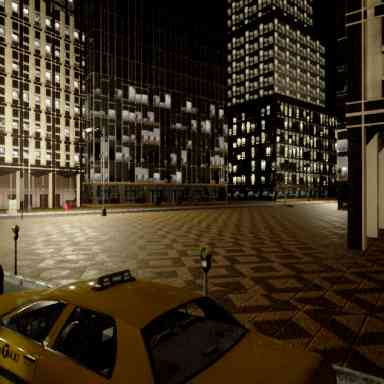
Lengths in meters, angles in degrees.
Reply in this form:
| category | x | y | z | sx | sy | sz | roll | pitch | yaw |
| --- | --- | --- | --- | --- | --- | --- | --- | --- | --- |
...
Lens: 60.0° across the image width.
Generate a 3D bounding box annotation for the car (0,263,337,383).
| category | x | y | z | sx | sy | sz | roll | pitch | yaw |
| --- | --- | --- | --- | --- | --- | --- | --- | --- | --- |
| car | -1.017 | 1.525 | 3.599 | 4.829 | 1.417 | 1.752 | 0 | 0 | 35 |
